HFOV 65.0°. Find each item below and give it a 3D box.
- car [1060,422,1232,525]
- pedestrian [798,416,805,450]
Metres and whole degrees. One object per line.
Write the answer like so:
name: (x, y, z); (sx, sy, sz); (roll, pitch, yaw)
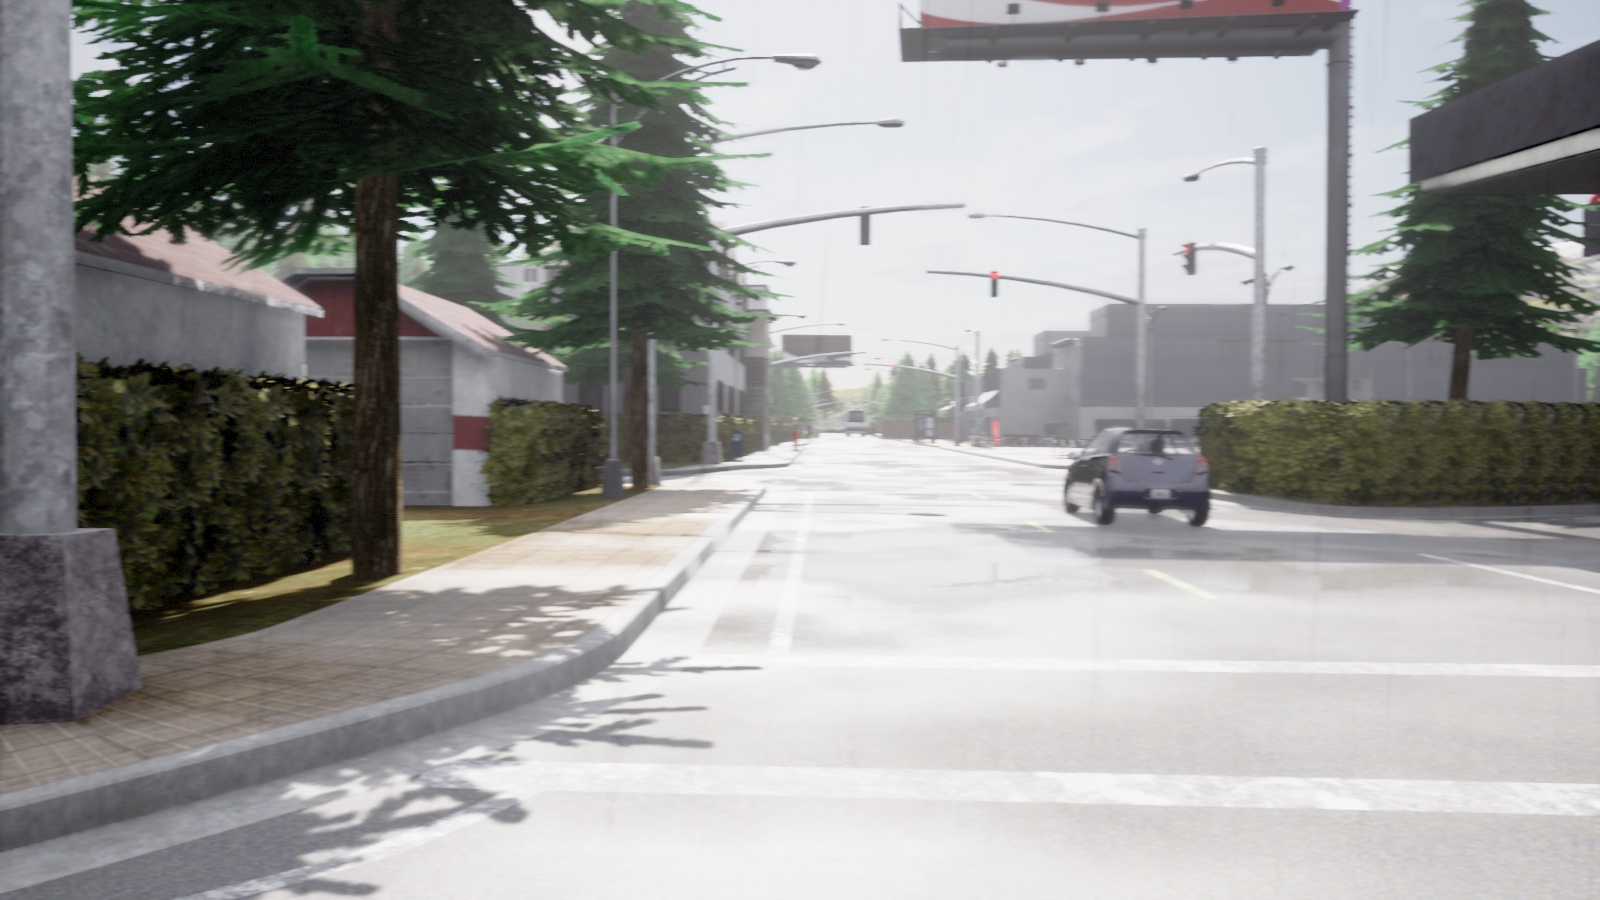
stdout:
car: (5.488, 0.303, 20.355); (1.845, 1.501, 3.633); (0, 2, 1)
pedestrian: (0.079, -0.901, 68.316); (0.345, 1.836, 0.594); (-1, 1, 2)
